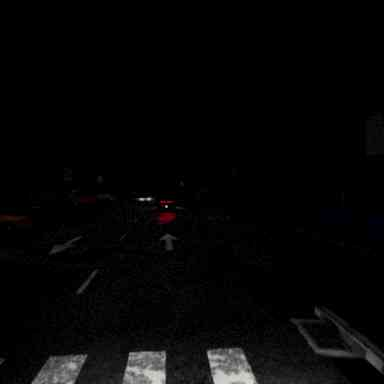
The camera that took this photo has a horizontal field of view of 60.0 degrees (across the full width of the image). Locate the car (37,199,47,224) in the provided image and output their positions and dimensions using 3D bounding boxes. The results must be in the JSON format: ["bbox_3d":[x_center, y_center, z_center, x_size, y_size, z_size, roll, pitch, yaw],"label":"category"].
[{"bbox_3d":[-10.866,1.354,18.653,4.674,1.452,2.002,-2,1,-25],"label":"car"}]

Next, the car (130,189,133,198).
[{"bbox_3d":[-14.928,0.749,66.519,4.674,1.452,2.002,-2,0,-25],"label":"car"}]

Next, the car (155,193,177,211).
[{"bbox_3d":[-2.539,1.042,32.599,1.837,1.490,4.892,-1,1,-5],"label":"car"}]

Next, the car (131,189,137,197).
[{"bbox_3d":[-15.716,0.618,75.485,4.892,1.521,2.231,-2,1,-25],"label":"car"}]

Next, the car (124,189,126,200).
[{"bbox_3d":[-13.650,0.624,51.584,5.566,2.045,2.435,-2,1,-25],"label":"car"}]

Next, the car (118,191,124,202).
[{"bbox_3d":[-13.237,0.904,48.654,5.366,1.575,1.946,-2,1,-25],"label":"car"}]

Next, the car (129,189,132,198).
[{"bbox_3d":[-14.643,0.769,63.541,4.792,1.488,2.163,-2,1,-25],"label":"car"}]

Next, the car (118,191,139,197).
[{"bbox_3d":[-17.223,0.457,90.360,5.366,1.575,1.946,-2,1,-25],"label":"car"}]

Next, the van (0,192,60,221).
[{"bbox_3d":[-11.231,1.049,21.586,4.442,1.987,1.878,-2,1,-25],"label":"van"}]

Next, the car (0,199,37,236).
[{"bbox_3d":[-10.430,1.347,15.738,5.366,1.575,1.946,-2,1,-25],"label":"car"}]

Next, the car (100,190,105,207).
[{"bbox_3d":[-12.368,0.938,36.611,4.553,1.767,2.185,-2,1,-25],"label":"car"}]

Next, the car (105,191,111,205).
[{"bbox_3d":[-12.626,1.054,39.615,4.792,1.488,2.163,-2,1,-25],"label":"car"}]

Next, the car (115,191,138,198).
[{"bbox_3d":[-16.072,0.547,81.542,5.366,1.575,1.946,-2,1,-25],"label":"car"}]

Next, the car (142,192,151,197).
[{"bbox_3d":[-10.334,0.539,74.904,1.895,1.301,4.718,-1,1,-5],"label":"car"}]

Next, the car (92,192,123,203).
[{"bbox_3d":[-13.904,0.881,54.554,4.674,1.452,2.002,-2,1,-25],"label":"car"}]

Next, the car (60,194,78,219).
[{"bbox_3d":[-11.372,1.229,24.633,5.008,1.535,2.097,-2,1,-25],"label":"car"}]

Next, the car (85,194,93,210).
[{"bbox_3d":[-11.892,1.186,30.622,4.674,1.452,2.002,-2,1,-25],"label":"car"}]

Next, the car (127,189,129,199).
[{"bbox_3d":[-14.448,0.648,60.525,4.553,1.767,2.185,-2,1,-25],"label":"car"}]

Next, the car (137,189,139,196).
[{"bbox_3d":[-15.805,0.578,78.553,5.366,1.575,1.946,-2,1,-25],"label":"car"}]

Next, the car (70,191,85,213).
[{"bbox_3d":[-11.671,1.063,27.620,4.553,1.767,2.185,-2,1,-25],"label":"car"}]

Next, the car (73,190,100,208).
[{"bbox_3d":[-12.116,0.979,33.620,4.553,1.767,2.185,-2,1,-25],"label":"car"}]

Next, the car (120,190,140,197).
[{"bbox_3d":[-17.349,0.393,93.429,5.008,1.535,2.097,-2,1,-25],"label":"car"}]

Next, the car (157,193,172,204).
[{"bbox_3d":[-4.060,0.870,49.284,2.033,1.411,5.357,-1,1,-5],"label":"car"}]

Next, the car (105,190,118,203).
[{"bbox_3d":[-12.883,0.734,42.601,5.566,2.045,2.435,-2,1,-25],"label":"car"}]
